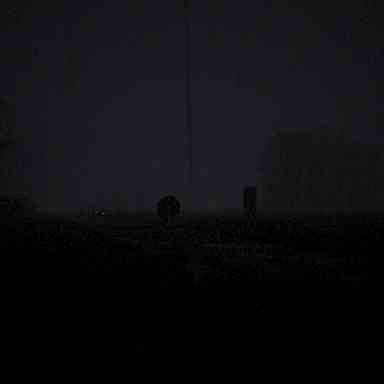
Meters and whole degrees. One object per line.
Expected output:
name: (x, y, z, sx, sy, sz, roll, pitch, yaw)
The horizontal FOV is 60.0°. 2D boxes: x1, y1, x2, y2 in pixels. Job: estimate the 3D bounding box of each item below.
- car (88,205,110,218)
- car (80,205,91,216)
car: (-12.767, 2.900, 46.360, 1.994, 1.385, 4.181, 1, -2, -26)
car: (-16.907, 2.951, 54.458, 2.097, 1.767, 4.553, 1, -2, -27)
